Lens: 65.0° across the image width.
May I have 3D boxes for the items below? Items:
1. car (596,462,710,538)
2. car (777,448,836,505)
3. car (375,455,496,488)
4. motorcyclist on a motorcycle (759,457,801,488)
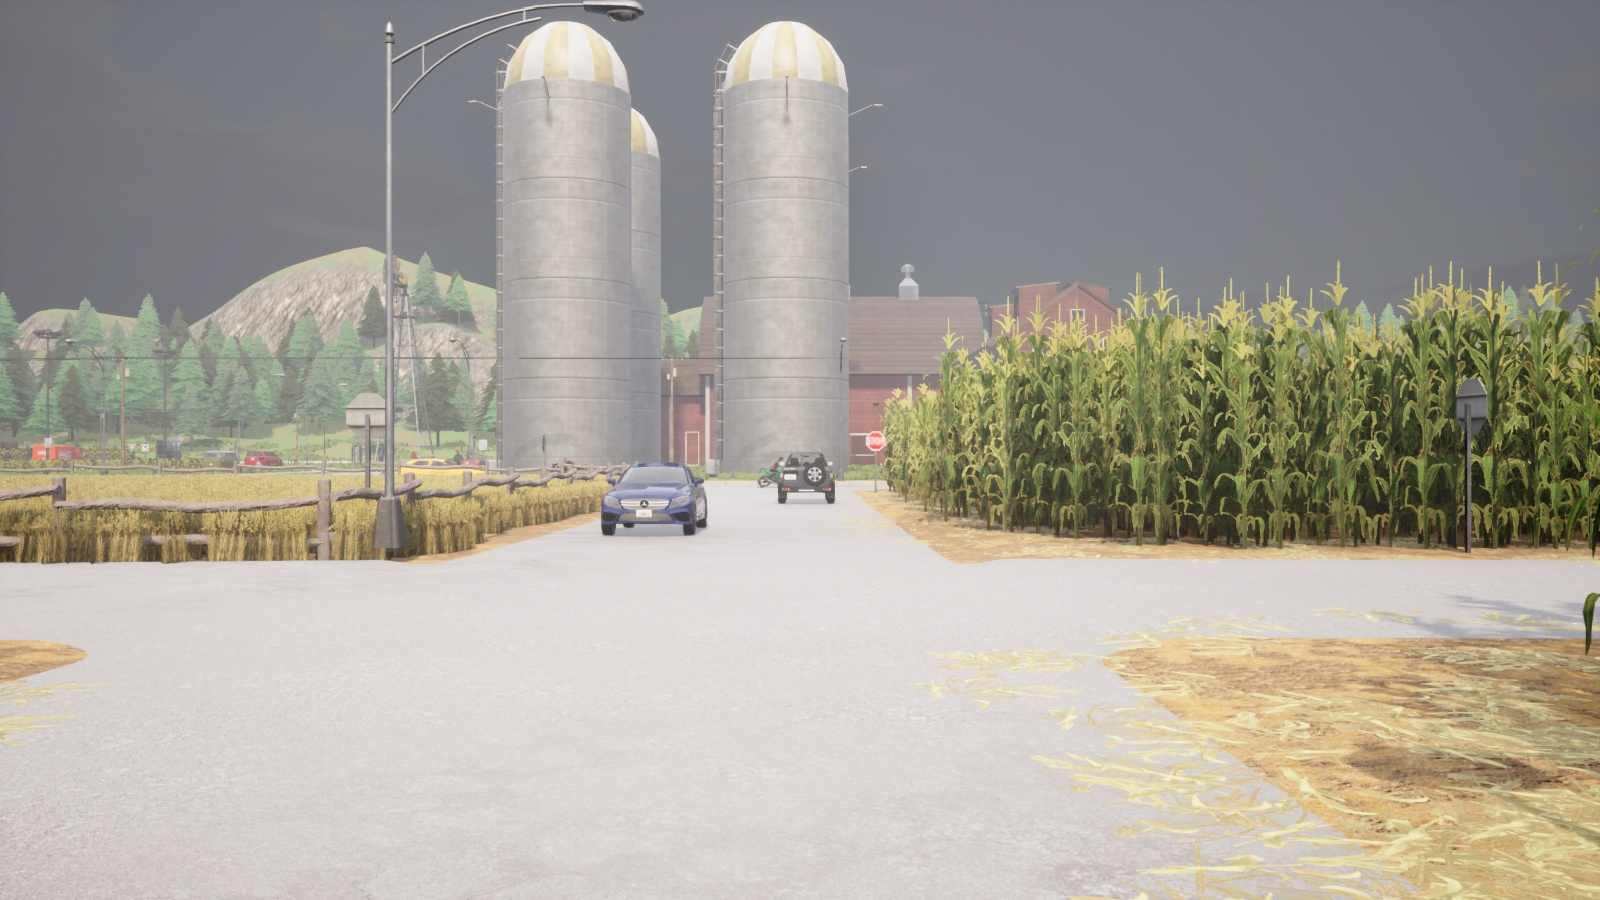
[{"bbox_3d":[-2.965,0.969,26.274,1.812,1.442,4.674,0,-1,0],"label":"car"},{"bbox_3d":[0.214,0.880,43.366,1.932,1.855,4.605,0,0,0],"label":"car"},{"bbox_3d":[-17.647,1.036,61.008,5.366,1.575,1.801,0,0,-1],"label":"car"},{"bbox_3d":[-0.965,1.093,61.019,2.044,1.523,0.797,0,0,0],"label":"motorcyclist on a motorcycle"}]
